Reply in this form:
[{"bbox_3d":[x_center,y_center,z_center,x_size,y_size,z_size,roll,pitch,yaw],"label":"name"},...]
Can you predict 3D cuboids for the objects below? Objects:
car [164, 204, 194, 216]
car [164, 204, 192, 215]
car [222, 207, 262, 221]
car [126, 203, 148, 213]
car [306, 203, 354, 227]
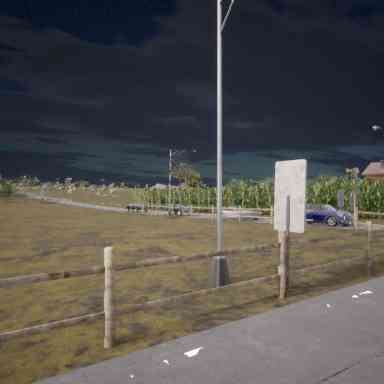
[{"bbox_3d":[-1.674,2.233,41.710,1.837,1.490,4.892,3,-3,-35],"label":"car"},{"bbox_3d":[-2.088,2.486,47.350,1.994,1.385,4.181,3,-2,-35],"label":"car"},{"bbox_3d":[4.659,2.107,32.799,1.895,1.301,4.718,3,-3,-35],"label":"car"},{"bbox_3d":[-8.484,2.375,51.355,1.882,1.535,5.008,3,-2,-34],"label":"car"},{"bbox_3d":[9.947,1.668,25.497,2.097,1.767,4.553,3,-3,-37],"label":"car"}]
